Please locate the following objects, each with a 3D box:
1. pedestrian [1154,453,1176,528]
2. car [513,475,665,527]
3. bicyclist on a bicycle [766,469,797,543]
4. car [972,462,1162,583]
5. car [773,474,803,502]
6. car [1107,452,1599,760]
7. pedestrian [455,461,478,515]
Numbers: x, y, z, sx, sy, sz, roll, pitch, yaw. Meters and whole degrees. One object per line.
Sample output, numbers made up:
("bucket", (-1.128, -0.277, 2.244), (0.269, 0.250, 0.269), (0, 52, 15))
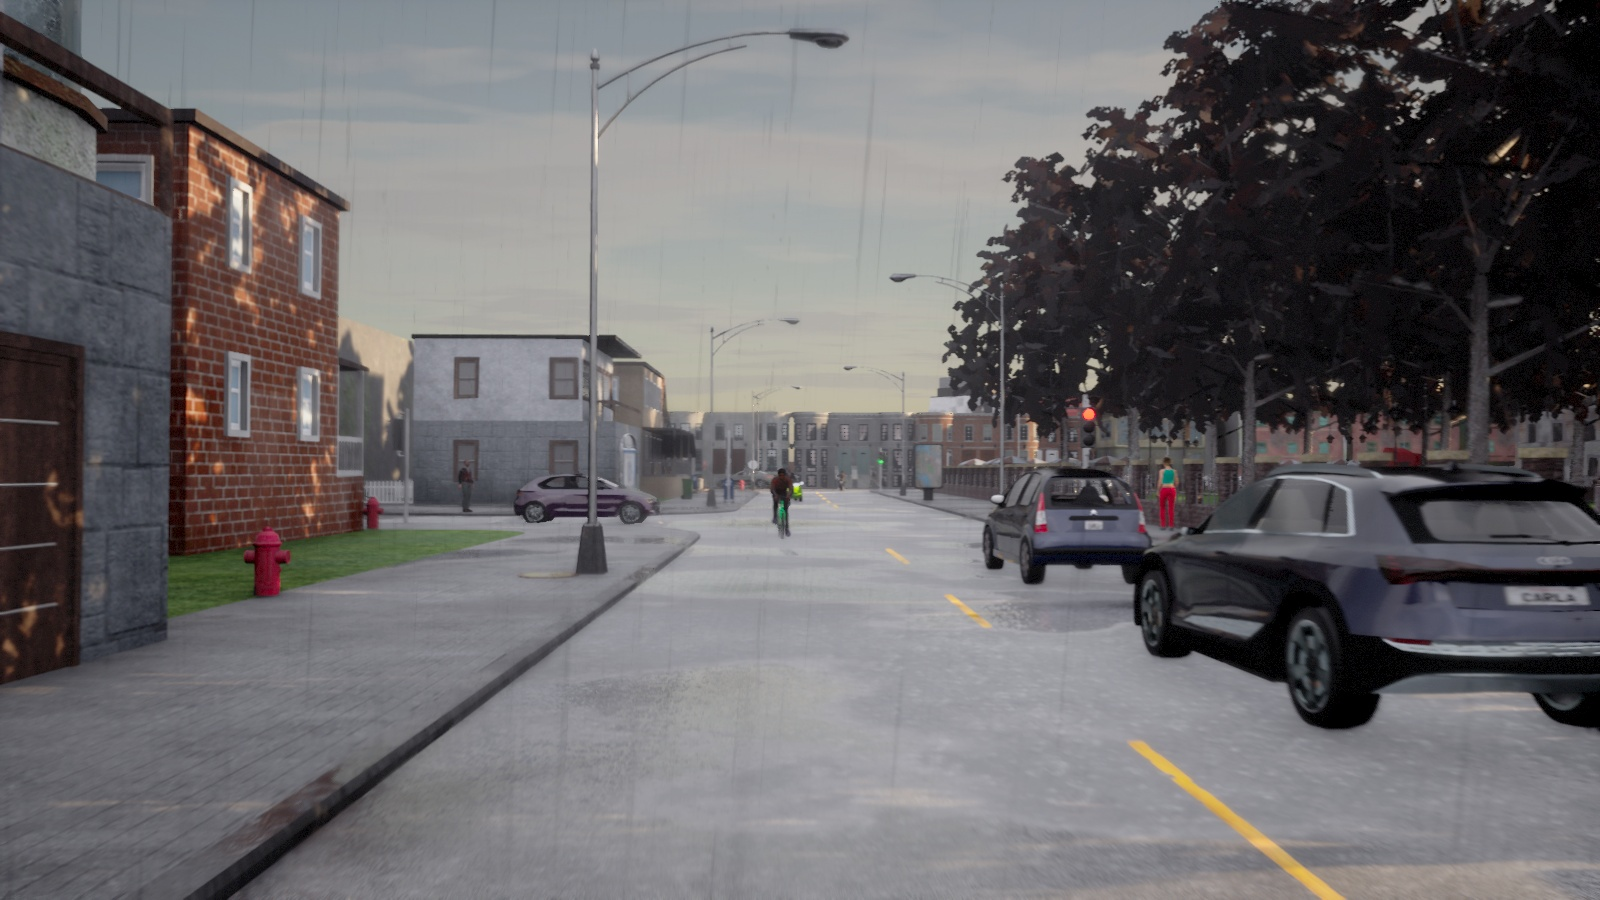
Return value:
("pedestrian", (9.066, 1.000, 31.208), (0.345, 1.836, 0.594), (0, -1, 0))
("car", (-6.117, 1.471, 36.781), (4.193, 1.474, 1.816), (0, -1, -2))
("bicyclist on a bicycle", (-0.434, 1.247, 28.690), (0.582, 1.620, 1.656), (-1, -1, -5))
("car", (3.880, 1.010, 18.966), (1.851, 1.617, 3.988), (0, -1, -3))
("car", (-0.618, 1.951, 64.734), (1.481, 1.376, 2.207), (0, -1, -1))
("car", (3.994, 0.879, 9.253), (2.033, 1.649, 4.856), (0, -1, -3))
("pedestrian", (-11.564, 1.305, 43.499), (0.720, 1.854, 0.376), (-1, -1, 32))
